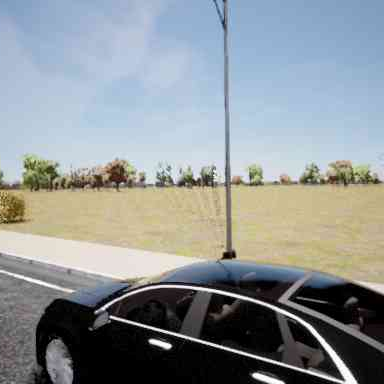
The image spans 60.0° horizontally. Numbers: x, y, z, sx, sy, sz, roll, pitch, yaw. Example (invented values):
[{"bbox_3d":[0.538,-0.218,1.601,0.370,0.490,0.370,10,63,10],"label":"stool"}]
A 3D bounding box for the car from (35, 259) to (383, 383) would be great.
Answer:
[{"bbox_3d":[0.263,1.514,3.528,4.892,1.490,1.837,1,0,36],"label":"car"}]
